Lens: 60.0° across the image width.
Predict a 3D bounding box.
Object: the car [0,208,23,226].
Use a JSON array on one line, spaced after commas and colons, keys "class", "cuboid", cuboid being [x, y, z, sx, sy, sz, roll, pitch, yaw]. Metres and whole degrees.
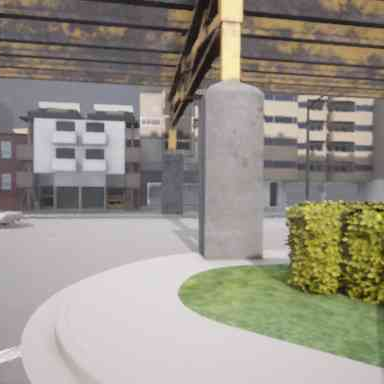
[{"class": "car", "cuboid": [-12.577, 1.415, 19.280, 4.718, 1.301, 1.895, 0, 0, -9]}]
